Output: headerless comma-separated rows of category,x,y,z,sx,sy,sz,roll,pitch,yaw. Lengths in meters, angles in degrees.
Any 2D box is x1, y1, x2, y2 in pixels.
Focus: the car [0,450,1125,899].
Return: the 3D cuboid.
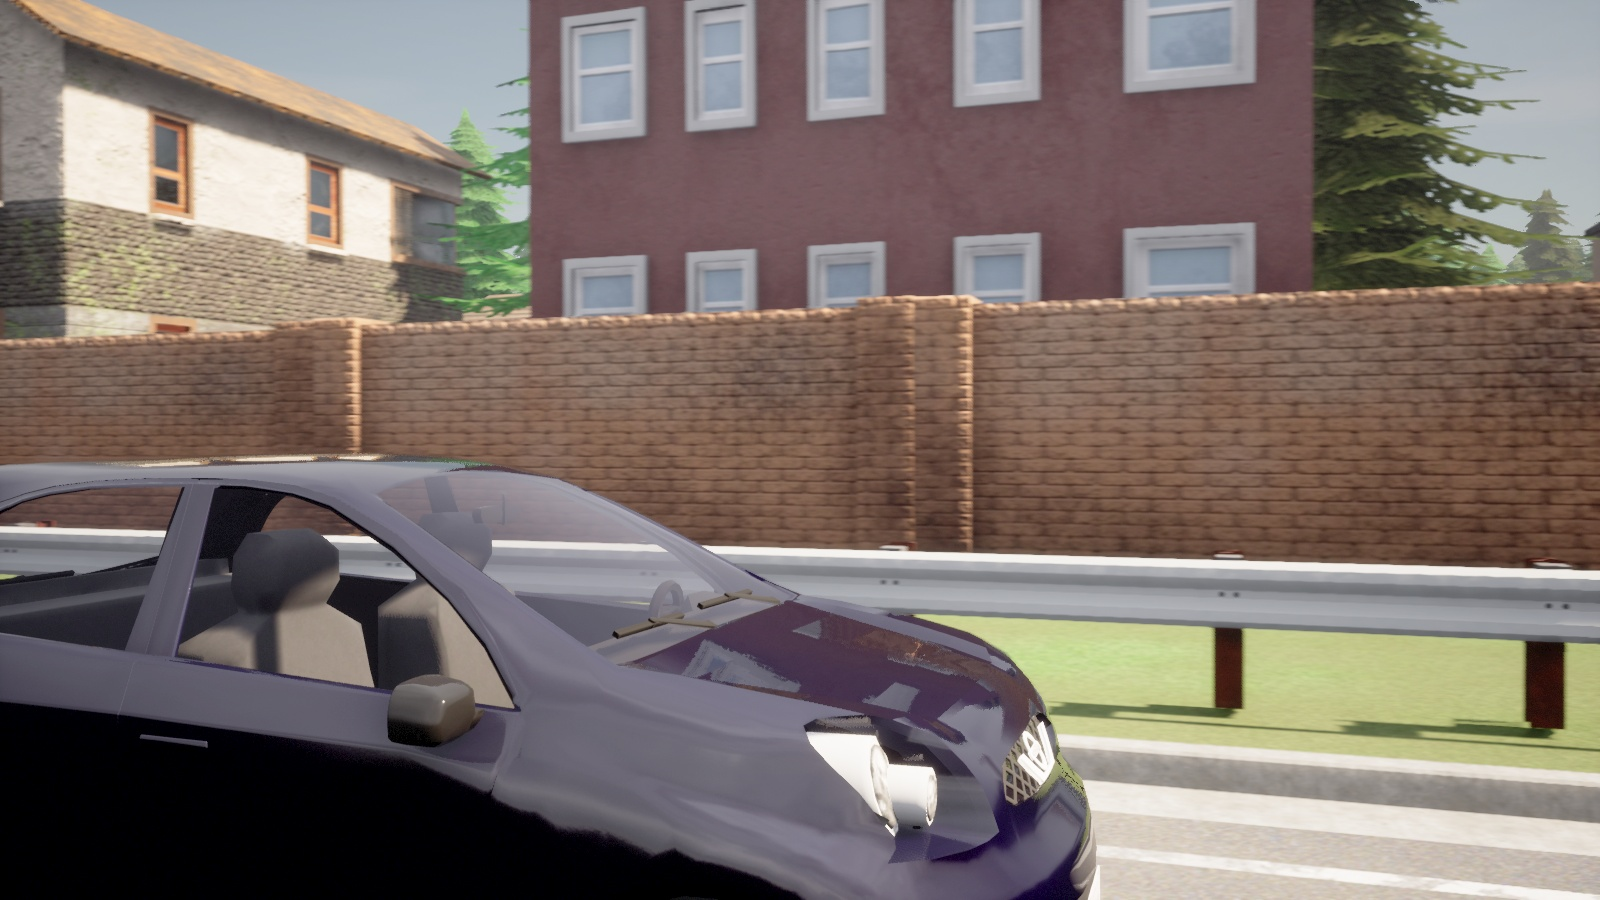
car,-1.031,0.780,3.540,3.633,1.501,1.845,1,1,19
